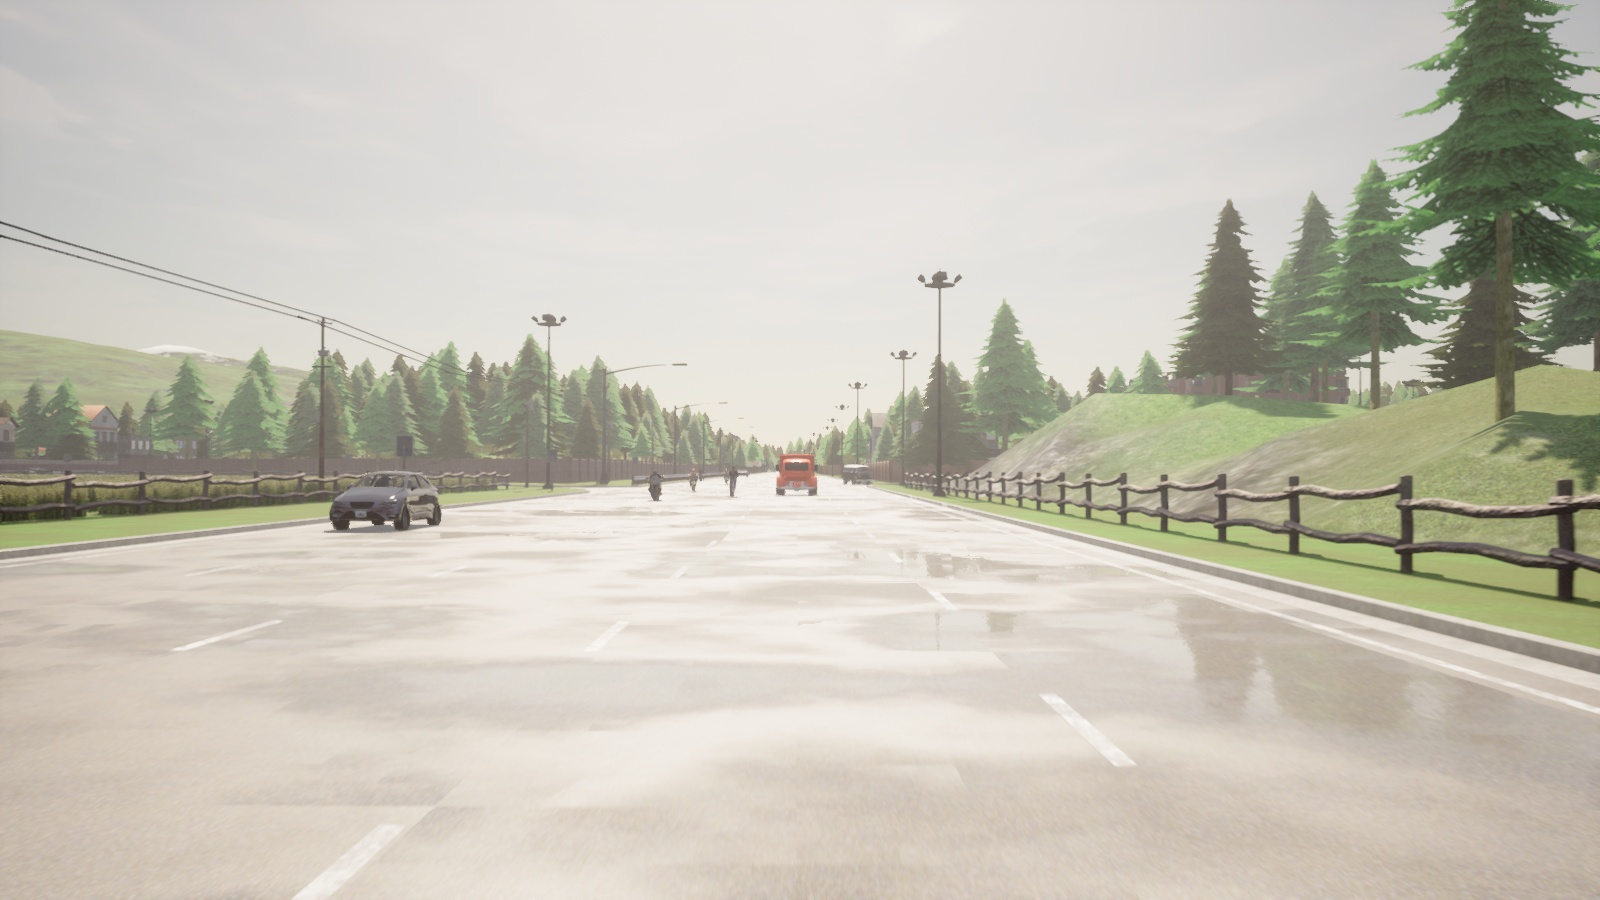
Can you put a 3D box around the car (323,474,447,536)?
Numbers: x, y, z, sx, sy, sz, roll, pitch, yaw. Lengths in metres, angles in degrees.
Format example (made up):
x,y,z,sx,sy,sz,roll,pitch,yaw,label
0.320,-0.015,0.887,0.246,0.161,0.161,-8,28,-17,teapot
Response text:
x,y,z,sx,sy,sz,roll,pitch,yaw,label
-10.578,1.362,32.315,1.816,1.474,4.193,0,-1,0,car

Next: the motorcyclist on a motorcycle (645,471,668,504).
x,y,z,sx,sy,sz,roll,pitch,yaw,label
-6.936,1.804,60.737,0.866,1.530,2.191,-3,-1,-2,motorcyclist on a motorcycle

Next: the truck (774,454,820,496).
x,y,z,sx,sy,sz,roll,pitch,yaw,label
-0.185,1.475,75.886,2.627,2.467,5.204,0,0,0,truck
